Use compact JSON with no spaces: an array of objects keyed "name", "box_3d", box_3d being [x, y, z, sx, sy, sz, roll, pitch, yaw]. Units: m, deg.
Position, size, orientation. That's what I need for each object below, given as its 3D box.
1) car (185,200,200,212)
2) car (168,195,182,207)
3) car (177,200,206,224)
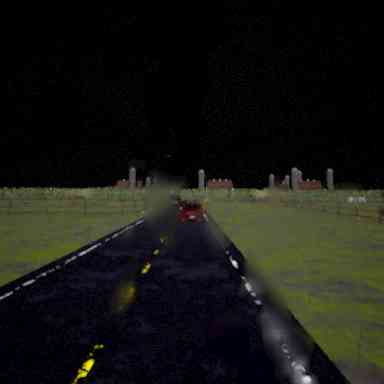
[{"name":"car","box_3d":[0.093,1.815,43.726,1.895,1.301,4.718,0,0,0]},{"name":"car","box_3d":[-2.795,1.485,55.559,2.150,2.045,5.566,0,0,1]},{"name":"car","box_3d":[0.040,1.611,26.153,1.882,1.535,5.008,0,0,0]}]
